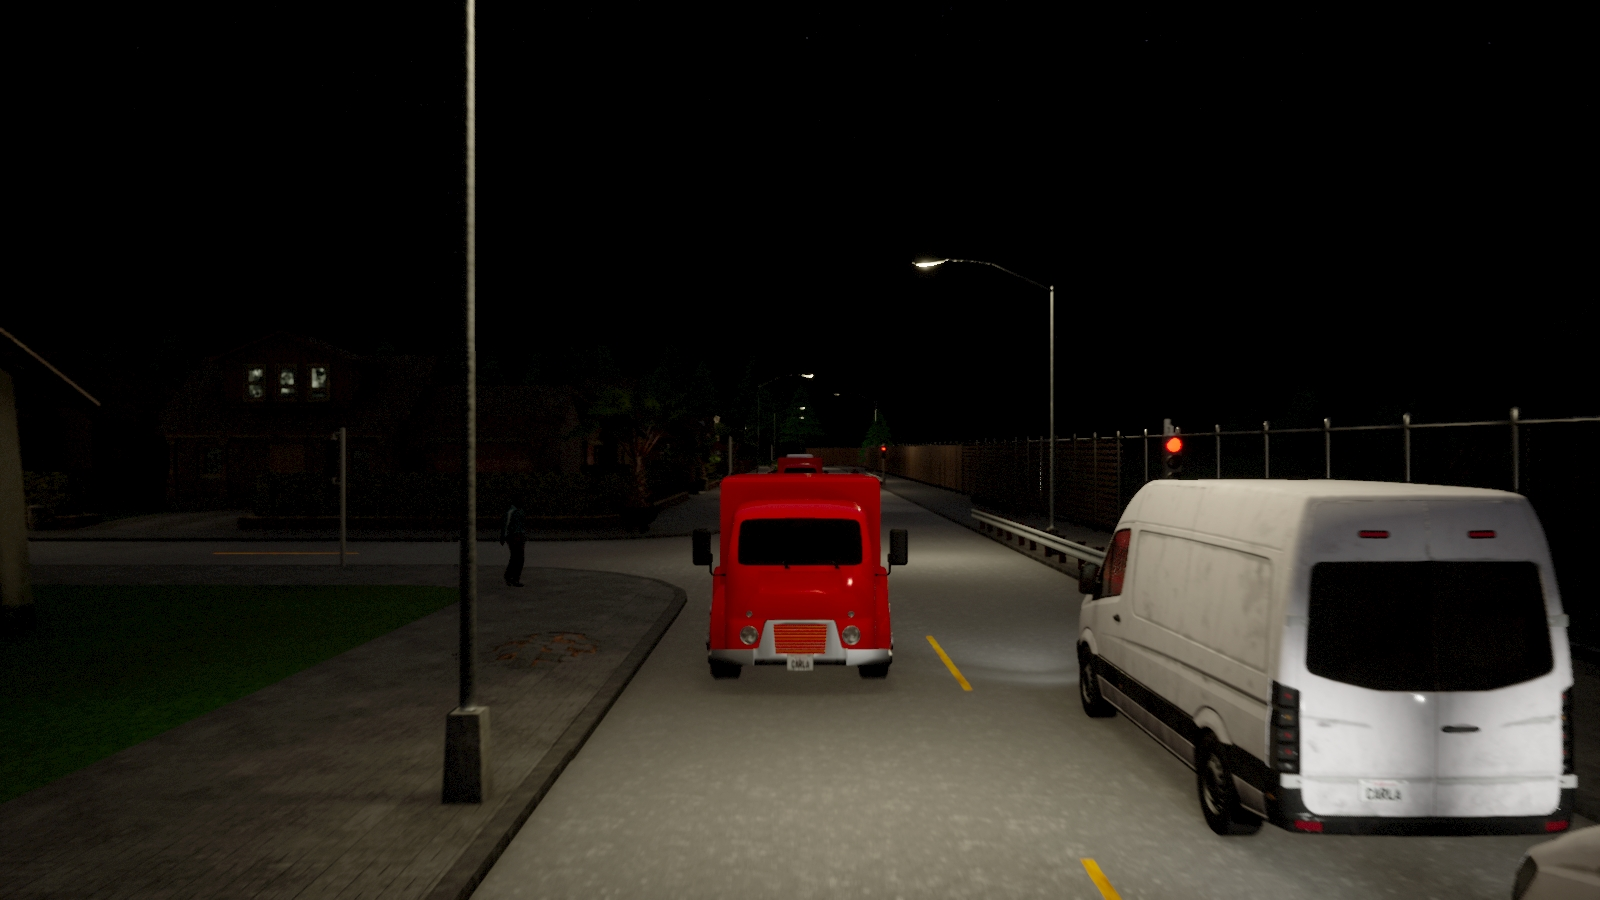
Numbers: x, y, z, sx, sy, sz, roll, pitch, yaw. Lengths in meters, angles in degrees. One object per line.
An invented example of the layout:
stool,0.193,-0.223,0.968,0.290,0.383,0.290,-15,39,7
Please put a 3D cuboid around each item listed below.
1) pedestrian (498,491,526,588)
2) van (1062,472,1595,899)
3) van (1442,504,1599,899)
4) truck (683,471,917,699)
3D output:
pedestrian,-5.636,1.737,22.335,0.375,1.860,0.375,0,0,33
van,3.997,1.535,10.136,1.988,2.561,5.915,0,0,0
van,3.997,1.534,2.379,1.988,2.561,5.915,0,0,0
truck,0.001,1.568,15.436,2.627,2.467,5.204,0,0,0
